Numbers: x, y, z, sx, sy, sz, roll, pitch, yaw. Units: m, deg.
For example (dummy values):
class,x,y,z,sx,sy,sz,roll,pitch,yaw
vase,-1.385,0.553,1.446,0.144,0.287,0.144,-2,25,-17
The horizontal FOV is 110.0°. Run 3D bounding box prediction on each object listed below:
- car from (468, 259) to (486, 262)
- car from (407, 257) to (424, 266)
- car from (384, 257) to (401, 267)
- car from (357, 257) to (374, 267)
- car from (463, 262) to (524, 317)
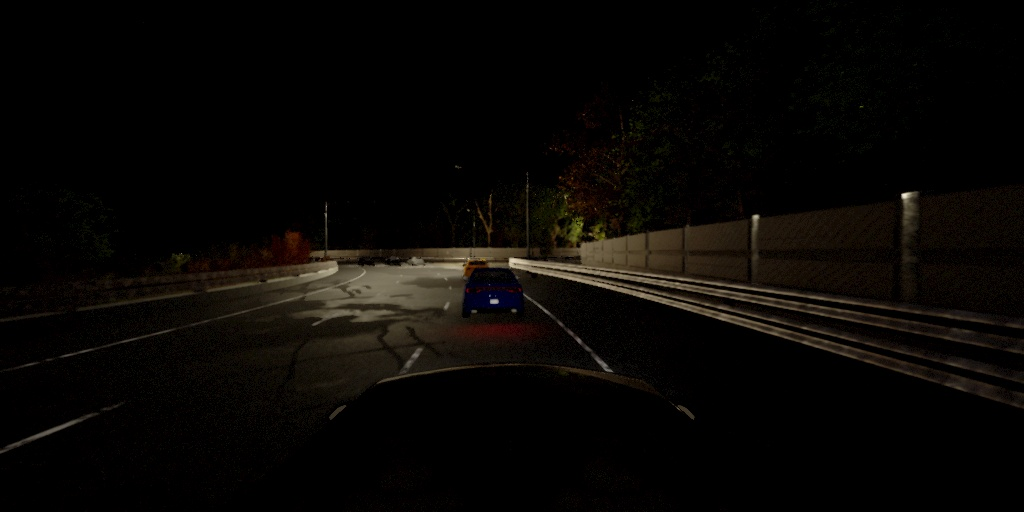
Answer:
class,x,y,z,sx,sy,sz,roll,pitch,yaw
car,-2.702,1.038,27.349,1.882,1.535,5.008,0,0,-8
car,-15.611,0.905,58.006,1.812,1.442,4.674,-1,1,-30
car,-18.979,0.896,56.839,2.128,1.511,4.902,-1,1,-30
car,-23.598,0.897,57.754,1.882,1.535,5.008,0,0,-31
car,-0.729,1.144,12.789,1.882,1.535,5.008,0,0,-5
